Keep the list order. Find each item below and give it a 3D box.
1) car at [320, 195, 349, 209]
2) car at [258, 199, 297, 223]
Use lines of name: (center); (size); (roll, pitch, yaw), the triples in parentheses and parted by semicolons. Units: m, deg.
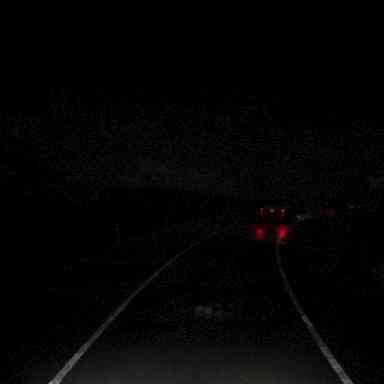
car: (16.538, 1.090, 38.461); (1.812, 1.442, 4.674); (2, 2, 44)
car: (6.601, 1.290, 25.251); (2.097, 1.767, 4.553); (1, 2, 27)
